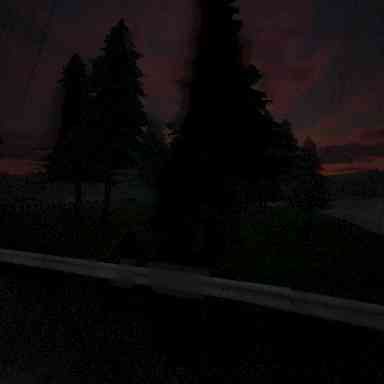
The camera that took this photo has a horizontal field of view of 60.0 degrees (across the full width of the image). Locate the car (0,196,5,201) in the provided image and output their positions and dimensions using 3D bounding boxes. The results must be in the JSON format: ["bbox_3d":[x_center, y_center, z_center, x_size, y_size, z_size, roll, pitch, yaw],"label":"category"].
[{"bbox_3d":[-46.828,1.594,79.286,1.895,1.301,4.718,0,0,-3],"label":"car"}]

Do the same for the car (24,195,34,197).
[{"bbox_3d":[-39.970,1.534,81.360,2.033,1.411,5.357,0,0,-3],"label":"car"}]

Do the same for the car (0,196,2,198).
[{"bbox_3d":[-40.398,1.553,65.977,1.994,1.385,4.181,0,0,9],"label":"car"}]
